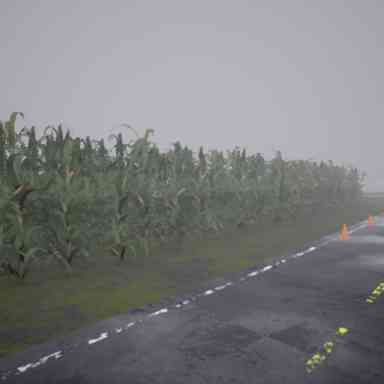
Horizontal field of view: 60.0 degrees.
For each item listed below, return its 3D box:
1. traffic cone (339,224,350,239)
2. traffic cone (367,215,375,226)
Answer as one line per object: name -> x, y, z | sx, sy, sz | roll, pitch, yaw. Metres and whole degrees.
traffic cone -> 6.282, 1.618, 13.679 | 0.340, 0.580, 0.340 | 0, 1, 39
traffic cone -> 9.410, 1.498, 17.541 | 0.340, 0.580, 0.340 | 0, 1, 39
